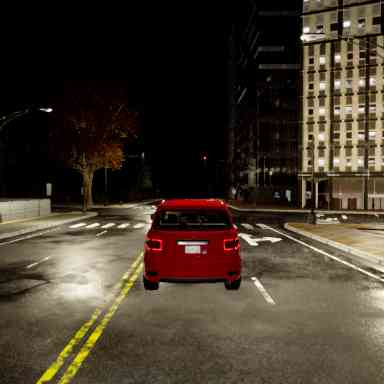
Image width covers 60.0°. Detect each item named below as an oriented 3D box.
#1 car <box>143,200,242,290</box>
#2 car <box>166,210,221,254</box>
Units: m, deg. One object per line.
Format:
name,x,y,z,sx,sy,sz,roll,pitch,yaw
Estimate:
car,-0.020,1.218,9.188,2.150,2.045,5.566,0,0,-1
car,0.066,1.560,14.127,1.994,1.385,4.181,0,0,0
